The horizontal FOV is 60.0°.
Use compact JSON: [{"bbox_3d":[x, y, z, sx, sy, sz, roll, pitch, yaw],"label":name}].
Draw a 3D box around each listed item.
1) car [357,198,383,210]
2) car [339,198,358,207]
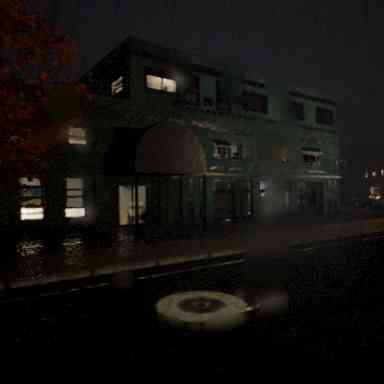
[{"bbox_3d":[23.348,1.624,41.063,1.947,1.339,4.313,-2,0,-36],"label":"car"},{"bbox_3d":[25.363,1.585,52.803,2.008,1.369,4.403,-2,0,-36],"label":"car"}]
